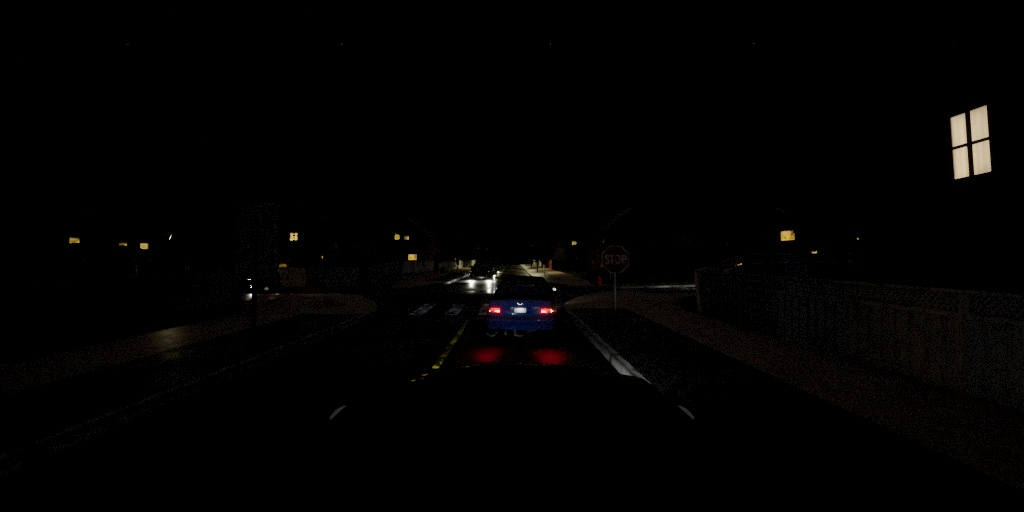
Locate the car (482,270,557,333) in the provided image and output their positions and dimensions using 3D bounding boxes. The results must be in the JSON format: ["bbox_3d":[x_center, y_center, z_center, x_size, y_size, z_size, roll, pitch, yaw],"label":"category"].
[{"bbox_3d":[0.375,1.310,10.809,2.033,1.411,5.357,0,0,4],"label":"car"}]

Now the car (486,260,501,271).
[{"bbox_3d":[-2.745,1.394,53.833,1.882,1.535,5.008,0,0,0],"label":"car"}]

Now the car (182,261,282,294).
[{"bbox_3d":[-14.476,1.060,17.999,4.553,1.767,2.097,0,-3,2],"label":"car"}]

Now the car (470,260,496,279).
[{"bbox_3d":[-2.809,1.304,33.617,1.882,1.535,5.008,0,0,0],"label":"car"}]

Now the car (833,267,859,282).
[{"bbox_3d":[26.473,1.276,27.238,4.892,1.490,1.837,0,-3,-19],"label":"car"}]

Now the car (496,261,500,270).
[{"bbox_3d":[-2.789,1.372,43.746,1.837,1.490,4.892,0,0,0],"label":"car"}]

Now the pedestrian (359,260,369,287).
[{"bbox_3d":[-9.792,1.148,23.672,0.375,1.860,0.375,0,-3,-1],"label":"pedestrian"}]
